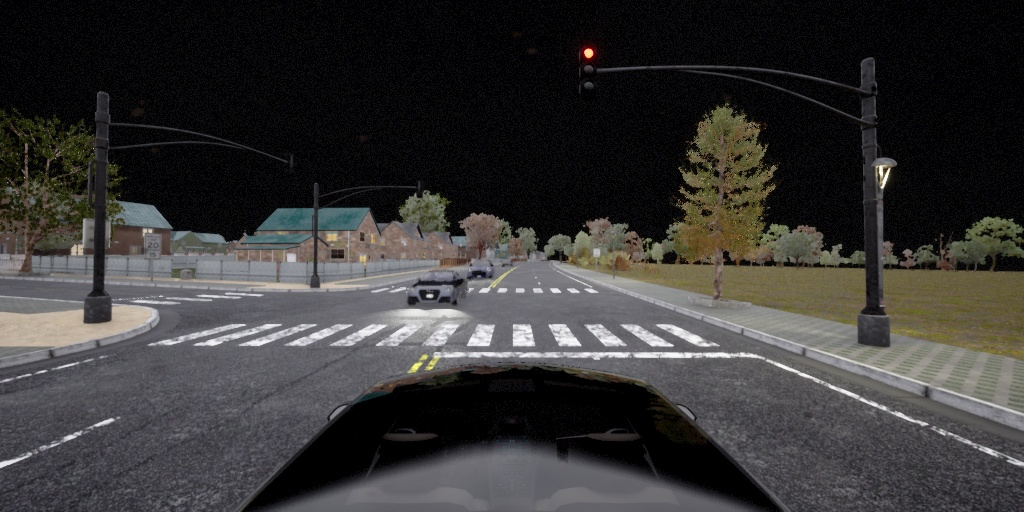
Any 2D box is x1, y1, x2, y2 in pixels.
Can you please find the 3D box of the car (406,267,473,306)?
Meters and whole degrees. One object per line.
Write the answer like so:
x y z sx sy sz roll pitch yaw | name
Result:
-3.106 1.327 15.628 1.994 1.385 4.181 0 0 1 | car

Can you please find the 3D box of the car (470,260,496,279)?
-2.669 1.127 32.257 2.097 1.767 4.553 0 0 2 | car
